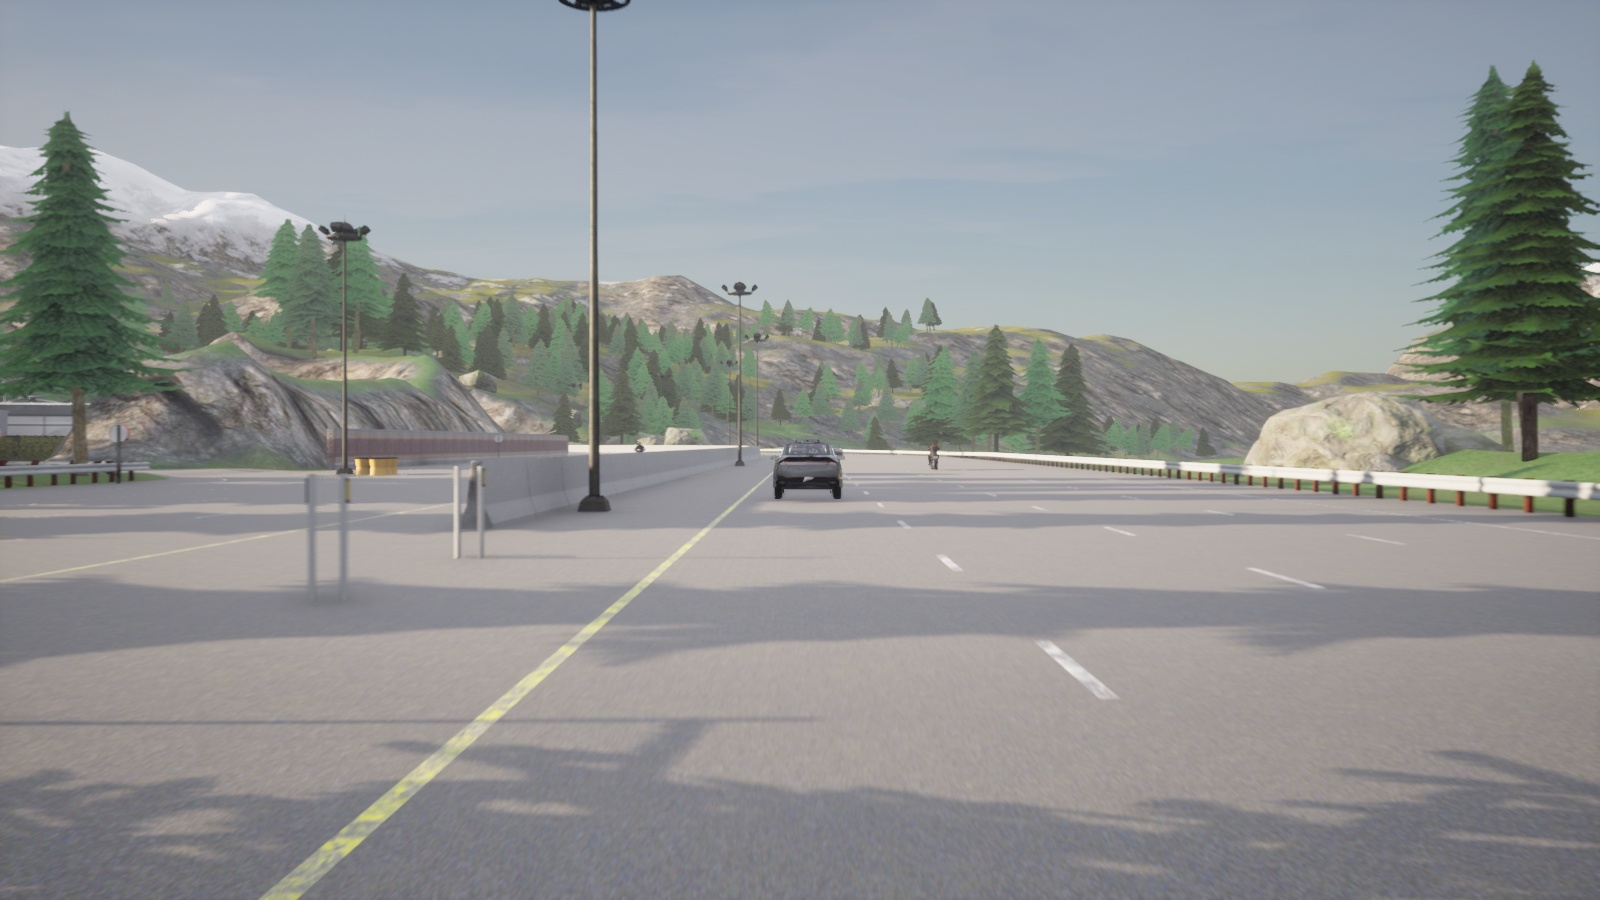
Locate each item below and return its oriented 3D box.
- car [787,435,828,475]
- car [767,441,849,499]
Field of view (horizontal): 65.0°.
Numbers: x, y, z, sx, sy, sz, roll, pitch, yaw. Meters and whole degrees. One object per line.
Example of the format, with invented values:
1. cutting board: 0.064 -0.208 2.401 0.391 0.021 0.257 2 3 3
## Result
1. car: 0.366 0.226 60.977 1.932 1.855 4.605 0 0 0
2. car: 0.217 0.509 35.070 2.128 1.511 4.902 0 0 0
